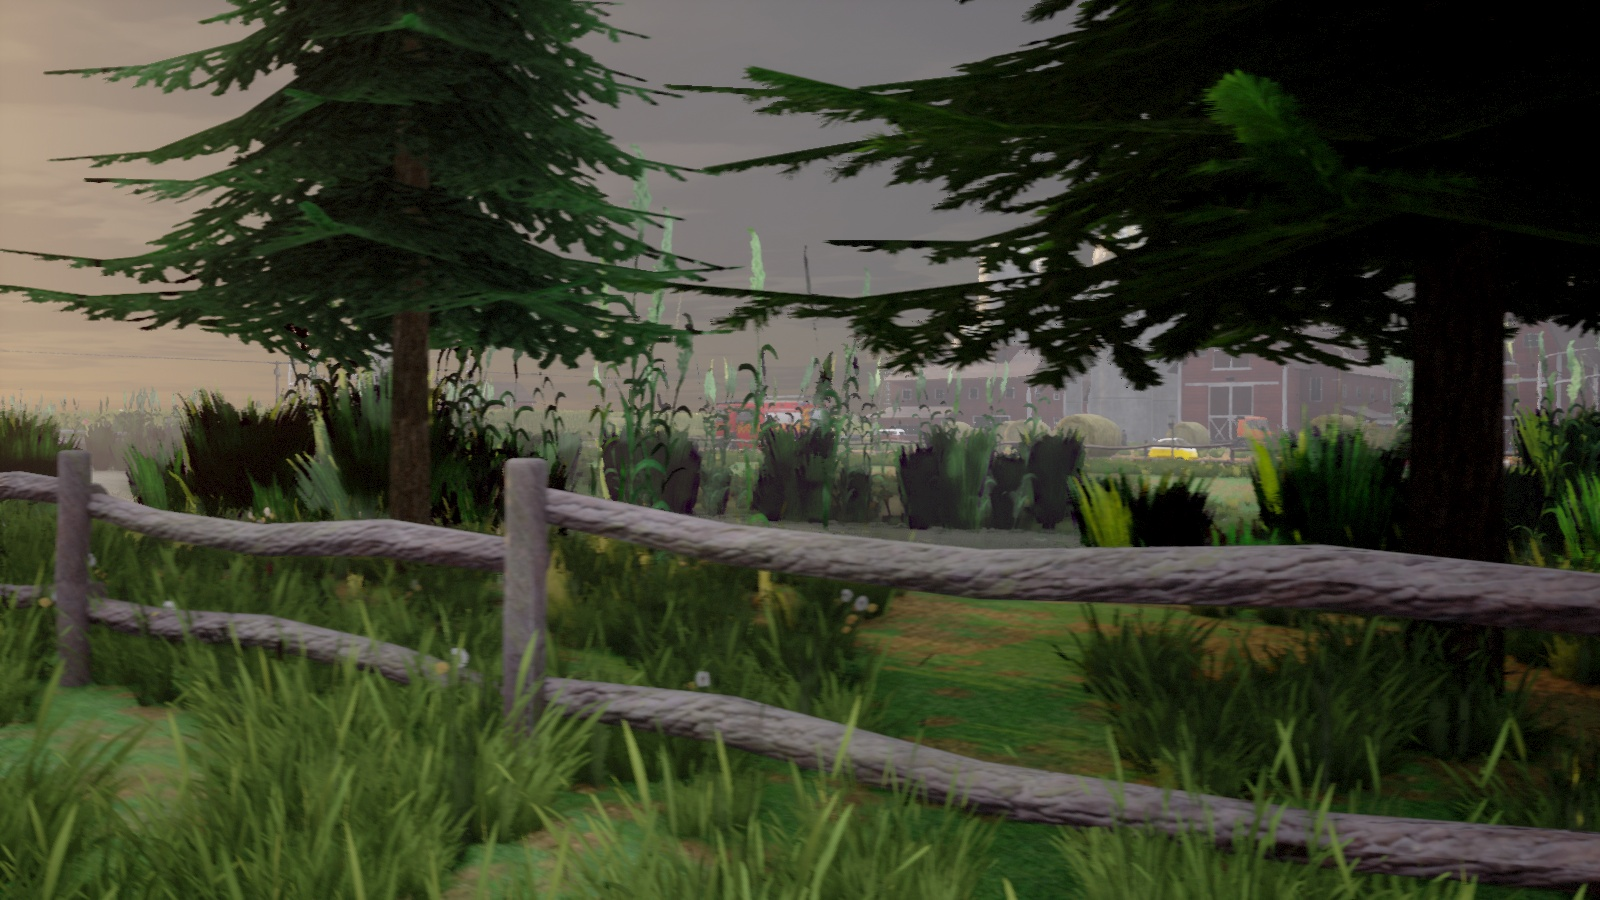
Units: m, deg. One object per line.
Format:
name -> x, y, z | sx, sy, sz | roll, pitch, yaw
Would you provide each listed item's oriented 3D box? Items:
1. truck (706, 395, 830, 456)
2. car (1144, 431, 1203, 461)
truck -> -2.179, -1.555, 81.891 | 8.468, 3.827, 2.891 | 0, 1, 44
car -> 17.370, -0.193, 58.396 | 2.207, 1.376, 1.481 | 0, 1, 44
